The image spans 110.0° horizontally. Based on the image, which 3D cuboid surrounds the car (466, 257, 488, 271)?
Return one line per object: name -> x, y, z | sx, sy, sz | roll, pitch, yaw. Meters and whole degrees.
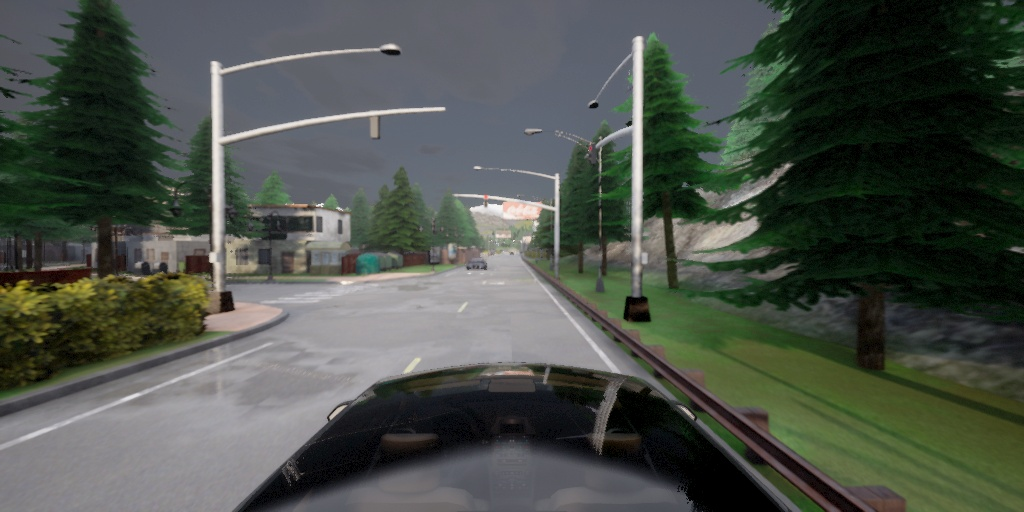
car -> -3.512, 0.842, 36.780 | 1.994, 1.385, 4.181 | 0, 1, 0
